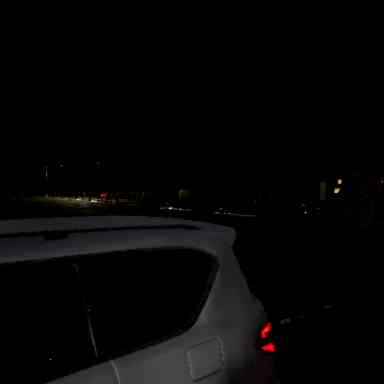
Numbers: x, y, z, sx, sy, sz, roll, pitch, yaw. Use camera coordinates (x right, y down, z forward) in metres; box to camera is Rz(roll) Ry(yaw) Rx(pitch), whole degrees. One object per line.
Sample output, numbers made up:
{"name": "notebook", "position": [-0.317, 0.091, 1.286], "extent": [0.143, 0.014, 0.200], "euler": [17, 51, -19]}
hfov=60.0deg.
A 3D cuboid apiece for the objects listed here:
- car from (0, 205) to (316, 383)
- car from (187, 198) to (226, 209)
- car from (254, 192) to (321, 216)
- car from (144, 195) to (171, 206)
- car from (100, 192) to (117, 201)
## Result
{"name": "car", "position": [-1.928, 1.221, 1.721], "extent": [5.566, 2.045, 2.150], "euler": [0, 0, -36]}
{"name": "car", "position": [1.565, 1.320, 34.691], "extent": [1.895, 1.301, 4.718], "euler": [1, 0, -36]}
{"name": "car", "position": [7.475, 1.044, 26.616], "extent": [2.150, 2.045, 5.566], "euler": [1, 0, -36]}
{"name": "car", "position": [-4.546, 1.102, 43.067], "extent": [2.128, 1.511, 4.902], "euler": [1, 0, -36]}
{"name": "car", "position": [-15.967, 0.738, 63.660], "extent": [2.097, 1.767, 4.553], "euler": [1, 0, -34]}
